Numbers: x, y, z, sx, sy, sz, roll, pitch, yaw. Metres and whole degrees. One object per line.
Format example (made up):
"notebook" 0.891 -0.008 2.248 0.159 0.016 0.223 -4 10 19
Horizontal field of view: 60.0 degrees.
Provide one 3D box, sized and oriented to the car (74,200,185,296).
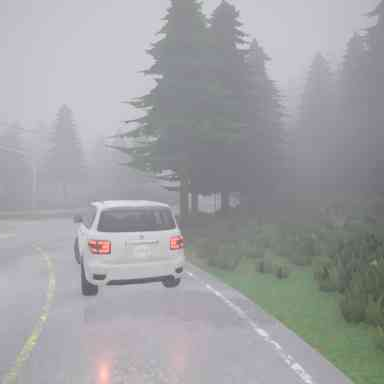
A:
"car" -1.917 1.221 9.031 2.150 2.045 5.566 0 0 -20
